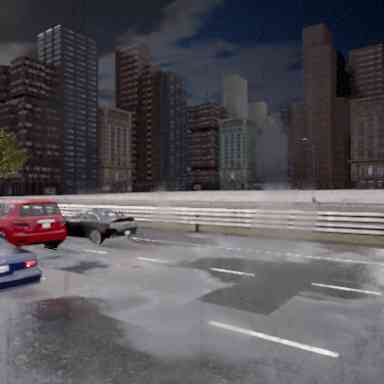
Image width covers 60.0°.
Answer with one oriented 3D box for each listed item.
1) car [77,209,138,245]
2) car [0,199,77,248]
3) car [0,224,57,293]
[{"bbox_3d":[-4.796,1.587,16.012,4.902,1.511,2.128,0,0,36],"label":"car"},{"bbox_3d":[-7.459,1.322,13.616,5.566,2.045,2.150,0,0,36],"label":"car"},{"bbox_3d":[-5.847,1.618,8.160,5.357,1.411,2.033,-1,0,36],"label":"car"}]
